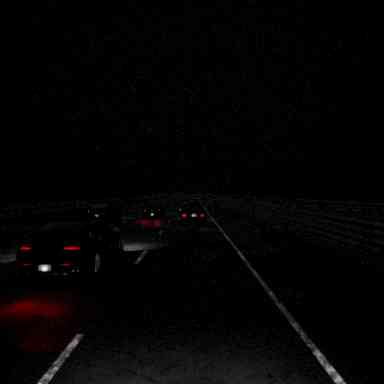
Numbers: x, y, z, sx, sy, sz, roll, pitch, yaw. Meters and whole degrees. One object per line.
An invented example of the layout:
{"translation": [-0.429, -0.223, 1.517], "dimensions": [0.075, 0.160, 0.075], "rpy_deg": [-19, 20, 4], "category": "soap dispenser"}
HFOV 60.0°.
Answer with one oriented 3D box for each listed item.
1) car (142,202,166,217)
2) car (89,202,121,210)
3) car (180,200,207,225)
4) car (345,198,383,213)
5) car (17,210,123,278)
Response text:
{"translation": [-3.412, 1.622, 30.845], "dimensions": [1.895, 1.301, 4.718], "rpy_deg": [0, 0, 0], "category": "car"}
{"translation": [-6.909, 1.514, 26.412], "dimensions": [1.812, 1.442, 4.674], "rpy_deg": [0, 0, 0], "category": "car"}
{"translation": [0.089, 1.560, 24.057], "dimensions": [2.033, 1.411, 5.357], "rpy_deg": [0, 0, 0], "category": "car"}
{"translation": [20.860, 1.536, 40.457], "dimensions": [2.097, 1.767, 4.553], "rpy_deg": [0, 0, -19], "category": "car"}
{"translation": [-3.404, 1.505, 10.103], "dimensions": [1.837, 1.490, 4.892], "rpy_deg": [0, 0, 0], "category": "car"}
